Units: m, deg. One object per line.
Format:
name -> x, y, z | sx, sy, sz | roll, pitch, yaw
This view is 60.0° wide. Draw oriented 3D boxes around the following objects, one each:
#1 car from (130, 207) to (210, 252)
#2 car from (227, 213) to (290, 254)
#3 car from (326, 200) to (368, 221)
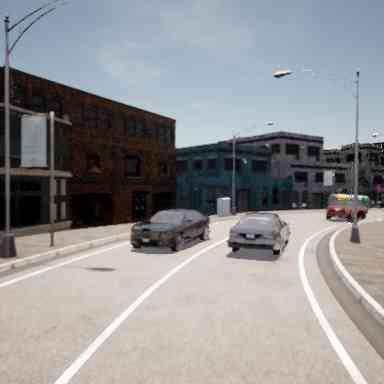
car -> -0.742, 1.443, 14.085 | 1.882, 1.535, 5.008 | 1, 0, 21
car -> 2.910, 1.568, 13.746 | 2.033, 1.411, 5.357 | 1, 0, 21
car -> 13.536, 1.519, 28.940 | 4.553, 1.767, 2.097 | 1, 1, -44
